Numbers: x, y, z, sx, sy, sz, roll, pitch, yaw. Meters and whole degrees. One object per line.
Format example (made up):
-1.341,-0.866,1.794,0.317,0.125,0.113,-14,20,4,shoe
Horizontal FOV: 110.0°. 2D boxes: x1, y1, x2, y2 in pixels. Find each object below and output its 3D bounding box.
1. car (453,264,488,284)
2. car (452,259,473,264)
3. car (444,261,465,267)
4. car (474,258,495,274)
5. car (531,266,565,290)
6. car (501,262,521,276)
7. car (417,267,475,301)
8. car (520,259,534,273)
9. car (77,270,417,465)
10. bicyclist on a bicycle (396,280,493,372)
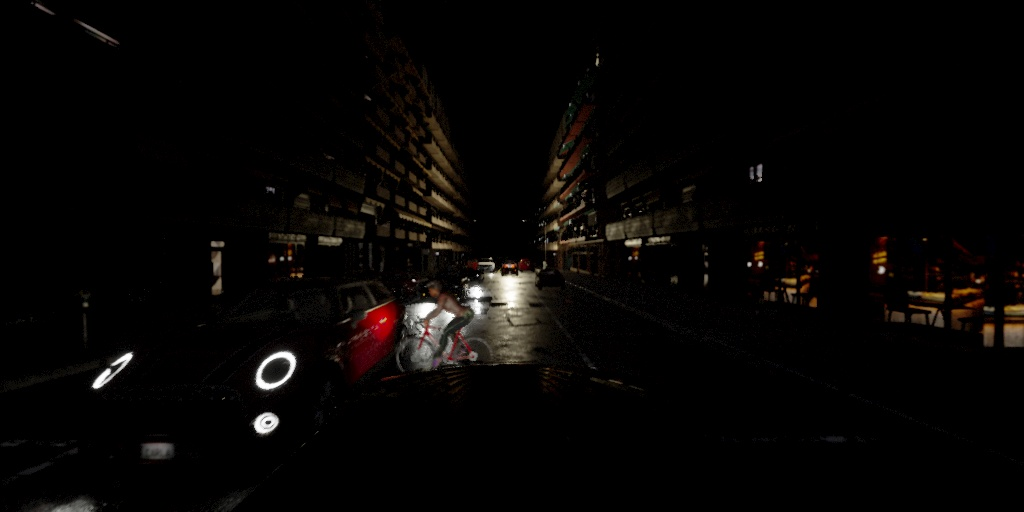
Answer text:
-3.299,1.540,29.027,1.895,1.301,4.718,0,0,0,car
-6.038,1.330,40.351,2.192,1.841,5.009,0,0,-1,car
-5.984,1.502,34.517,1.751,1.417,4.829,0,0,-1,car
-3.522,1.296,48.908,2.150,2.045,5.566,0,-1,-1,car
2.467,1.483,23.497,1.802,1.307,4.207,0,0,-1,car
-0.253,1.620,40.953,1.895,1.301,4.718,0,0,-1,car
-3.229,1.429,18.050,1.994,1.385,4.181,0,0,0,car
2.203,1.405,51.817,2.192,1.841,5.009,0,0,-1,car
-3.120,1.127,5.383,2.097,1.767,4.553,0,0,-1,car
-1.134,1.233,6.016,1.656,1.620,0.582,0,0,0,bicyclist on a bicycle
